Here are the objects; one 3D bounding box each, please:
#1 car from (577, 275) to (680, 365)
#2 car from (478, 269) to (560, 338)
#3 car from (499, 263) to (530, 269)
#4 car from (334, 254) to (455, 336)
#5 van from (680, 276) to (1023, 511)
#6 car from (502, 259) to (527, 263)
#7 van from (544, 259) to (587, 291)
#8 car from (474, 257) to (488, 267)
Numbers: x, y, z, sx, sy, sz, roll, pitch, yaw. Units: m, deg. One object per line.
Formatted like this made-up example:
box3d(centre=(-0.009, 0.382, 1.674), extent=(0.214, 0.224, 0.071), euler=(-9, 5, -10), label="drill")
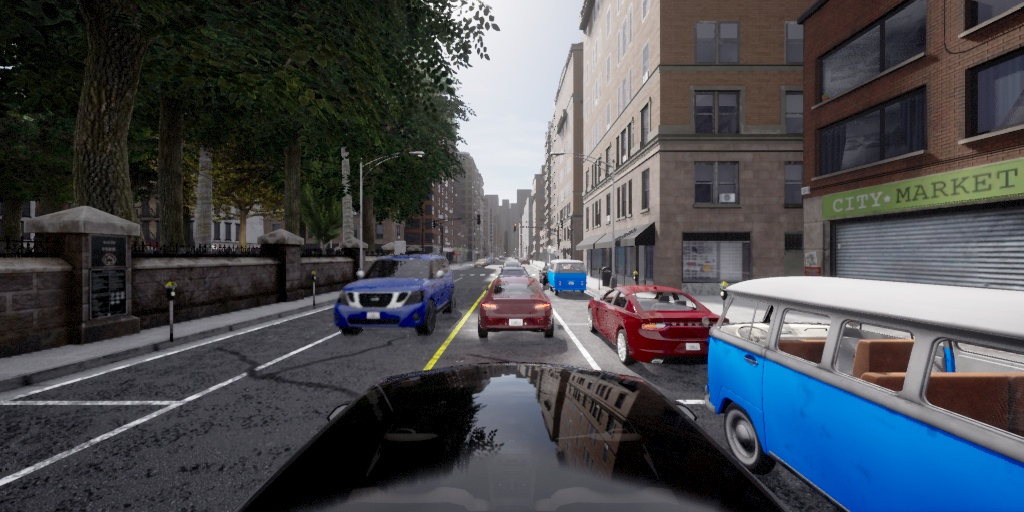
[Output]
box3d(centre=(2.860, 1.294, 7.891), extent=(1.888, 1.381, 4.507), euler=(0, 0, 0), label="car")
box3d(centre=(0.100, 1.274, 10.093), extent=(1.812, 1.442, 4.674), euler=(0, 0, 0), label="car")
box3d(centre=(0.107, 1.292, 19.672), extent=(2.033, 1.411, 5.357), euler=(0, 0, 1), label="car")
box3d(centre=(-3.093, 0.970, 10.767), extent=(2.150, 2.045, 5.566), euler=(0, 0, 0), label="car")
box3d(centre=(2.857, 1.091, 2.230), extent=(1.690, 1.789, 3.998), euler=(0, 0, 0), label="van")
box3d(centre=(0.020, 1.242, 29.417), extent=(1.837, 1.490, 4.892), euler=(0, 0, 0), label="car")
box3d(centre=(2.867, 1.086, 19.212), extent=(1.690, 1.789, 3.998), euler=(0, 0, 0), label="van")
box3d(centre=(-5.633, 1.229, 62.696), extent=(1.751, 1.417, 4.829), euler=(0, 0, 0), label="car")
